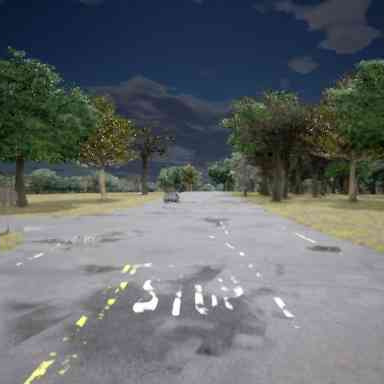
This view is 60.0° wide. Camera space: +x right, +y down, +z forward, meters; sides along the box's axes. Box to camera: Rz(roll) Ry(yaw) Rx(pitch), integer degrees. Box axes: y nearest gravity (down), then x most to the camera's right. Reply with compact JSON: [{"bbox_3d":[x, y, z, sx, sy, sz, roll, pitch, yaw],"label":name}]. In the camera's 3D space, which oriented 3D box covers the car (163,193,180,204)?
[{"bbox_3d":[-2.585,0.765,43.182,1.994,1.385,4.181,0,2,2],"label":"car"}]
